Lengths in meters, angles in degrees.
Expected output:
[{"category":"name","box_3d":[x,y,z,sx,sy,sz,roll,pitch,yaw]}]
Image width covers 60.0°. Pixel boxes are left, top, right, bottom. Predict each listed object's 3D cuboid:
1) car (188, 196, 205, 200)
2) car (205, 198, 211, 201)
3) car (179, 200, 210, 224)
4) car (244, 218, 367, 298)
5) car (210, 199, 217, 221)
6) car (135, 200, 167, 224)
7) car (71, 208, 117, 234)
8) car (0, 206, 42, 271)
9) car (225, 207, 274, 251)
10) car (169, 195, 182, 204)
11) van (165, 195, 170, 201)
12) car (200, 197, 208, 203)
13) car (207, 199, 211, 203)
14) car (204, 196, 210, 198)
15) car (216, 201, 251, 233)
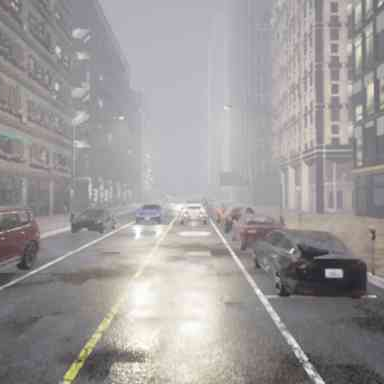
[{"category":"car","box_3d":[0.131,1.607,42.123,2.163,1.488,4.792,0,0,0]},{"category":"car","box_3d":[2.729,1.641,36.671,2.008,1.369,4.403,1,0,0]},{"category":"car","box_3d":[0.117,1.588,24.944,1.812,1.442,4.674,0,0,0]},{"category":"car","box_3d":[2.708,1.588,8.415,1.947,1.339,4.313,1,0,0]},{"category":"car","box_3d":[2.723,1.503,25.369,1.967,1.590,4.097,1,0,0]},{"category":"car","box_3d":[-3.081,1.589,25.306,1.812,1.442,4.674,0,0,0]},{"category":"car","box_3d":[-5.664,1.616,19.725,1.947,1.339,4.313,1,0,0]},{"category":"car","box_3d":[-5.668,1.337,8.424,2.192,1.841,5.009,1,0,0]},{"category":"car","box_3d":[2.713,1.580,14.066,1.887,1.381,4.507,1,0,0]},{"category":"car","box_3d":[-2.958,1.683,66.679,1.812,1.442,4.674,0,0,0]},{"category":"van","box_3d":[-5.701,1.537,81.919,1.690,1.788,3.998,1,0,0]},{"category":"car","box_3d":[2.757,1.764,76.228,1.802,1.307,4.206,1,0,0]},{"category":"car","box_3d":[2.725,1.628,31.020,2.008,1.369,4.403,1,0,0]},{"category":"car","box_3d":[2.741,1.712,53.624,1.802,1.307,4.206,1,0,0]},{"category":"car","box_3d":[2.718,1.490,19.718,1.967,1.590,4.097,1,0,0]}]
